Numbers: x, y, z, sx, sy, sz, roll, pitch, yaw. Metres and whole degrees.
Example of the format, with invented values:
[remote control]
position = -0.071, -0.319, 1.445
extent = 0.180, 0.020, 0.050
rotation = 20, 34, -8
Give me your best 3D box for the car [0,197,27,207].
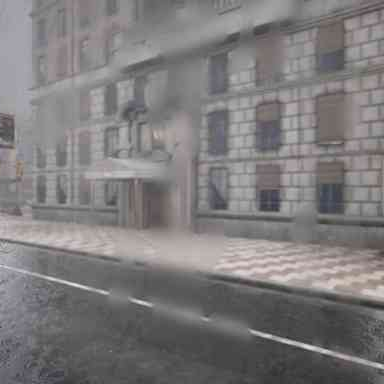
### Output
[car]
position = -27.034, 1.446, 49.059
extent = 2.128, 1.511, 4.902
rotation = 0, 0, 35
